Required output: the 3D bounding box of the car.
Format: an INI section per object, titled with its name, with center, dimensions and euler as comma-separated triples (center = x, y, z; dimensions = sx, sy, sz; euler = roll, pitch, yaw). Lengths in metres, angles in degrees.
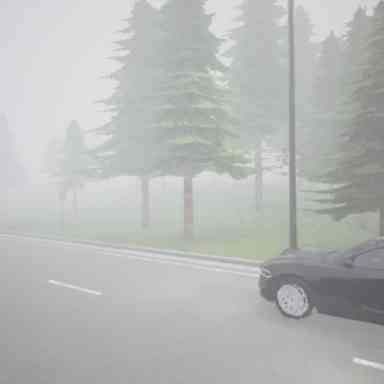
[car]
center = 3.623, 1.480, 5.707
dimensions = 5.008, 1.535, 1.882
euler = -1, 0, 35
